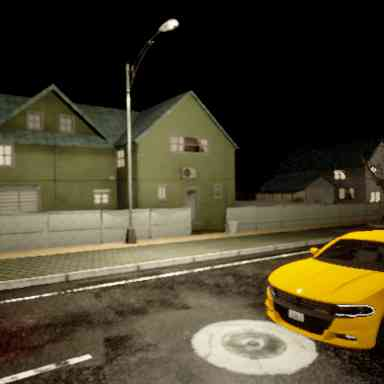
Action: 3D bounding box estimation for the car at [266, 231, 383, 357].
[{"bbox_3d":[3.522,1.504,6.206,5.008,1.535,1.882,0,0,-36],"label":"car"}]
